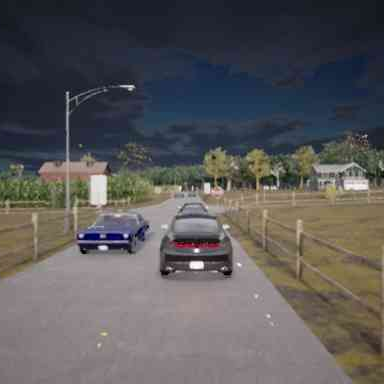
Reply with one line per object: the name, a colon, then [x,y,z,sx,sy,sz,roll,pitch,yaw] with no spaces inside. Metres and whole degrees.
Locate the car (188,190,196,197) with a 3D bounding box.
car: [0.037,0.510,83.052,1.994,1.385,4.181,0,1,0]

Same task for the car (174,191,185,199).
car: [-2.723,0.682,70.320,1.994,1.385,4.181,0,1,0]

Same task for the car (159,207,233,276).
car: [0.103,1.395,9.925,1.837,1.490,4.892,0,0,0]

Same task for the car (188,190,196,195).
car: [0.044,0.208,93.062,2.033,1.411,5.357,0,1,0]

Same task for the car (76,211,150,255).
car: [-2.834,1.459,12.843,1.895,1.301,4.718,0,1,0]

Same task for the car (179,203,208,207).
car: [0.082,1.337,20.242,1.994,1.385,4.181,0,1,-1]

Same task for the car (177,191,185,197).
car: [-2.711,0.507,85.835,1.895,1.301,4.718,0,1,0]
